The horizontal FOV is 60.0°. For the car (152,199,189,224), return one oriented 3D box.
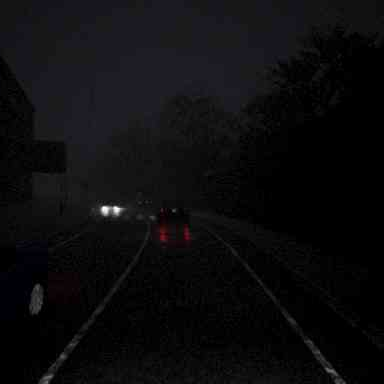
[{"bbox_3d":[-1.535,1.265,24.370,2.097,1.767,4.553,0,0,-9],"label":"car"}]

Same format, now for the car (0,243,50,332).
[{"bbox_3d":[-3.672,1.477,4.454,1.882,1.535,5.008,0,0,-1],"label":"car"}]

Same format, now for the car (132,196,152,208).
[{"bbox_3d":[-6.257,1.202,42.154,2.033,1.411,5.357,1,1,-20],"label":"car"}]

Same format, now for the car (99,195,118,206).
[{"bbox_3d":[-11.220,1.088,44.640,1.895,1.301,4.718,1,1,-23],"label":"car"}]
